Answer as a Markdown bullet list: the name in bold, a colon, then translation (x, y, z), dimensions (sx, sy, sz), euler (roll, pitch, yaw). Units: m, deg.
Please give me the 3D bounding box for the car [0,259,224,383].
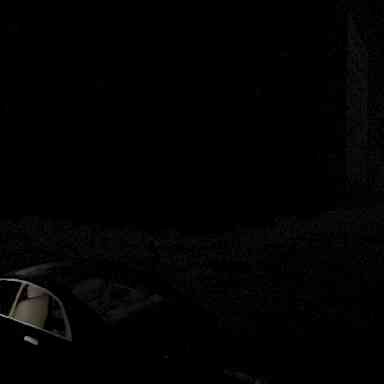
- **car**: translation (-1.717, 1.545, 4.181), dimensions (4.403, 1.369, 2.008), euler (0, 1, 36)
